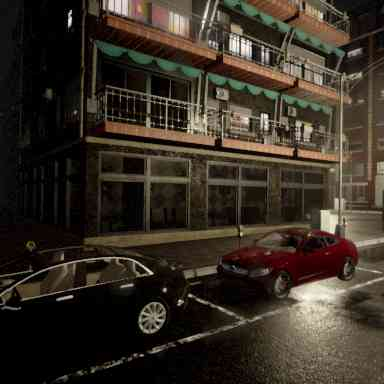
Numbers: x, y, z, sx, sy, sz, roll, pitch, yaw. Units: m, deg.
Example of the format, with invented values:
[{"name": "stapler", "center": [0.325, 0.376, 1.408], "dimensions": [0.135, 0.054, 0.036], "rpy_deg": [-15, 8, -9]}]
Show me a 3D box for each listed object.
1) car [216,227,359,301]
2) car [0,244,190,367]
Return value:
[{"name": "car", "center": [2.536, 1.584, 8.324], "dimensions": [4.206, 1.307, 1.802], "rpy_deg": [0, 1, -36]}, {"name": "car", "center": [-2.087, 1.551, 5.014], "dimensions": [4.403, 1.369, 2.008], "rpy_deg": [0, 1, -36]}]
